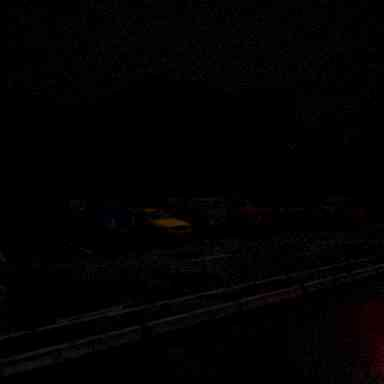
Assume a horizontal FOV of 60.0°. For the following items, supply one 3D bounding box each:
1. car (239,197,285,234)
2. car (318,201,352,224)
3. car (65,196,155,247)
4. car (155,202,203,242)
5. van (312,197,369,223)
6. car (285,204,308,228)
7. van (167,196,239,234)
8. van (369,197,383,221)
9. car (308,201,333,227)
[{"bbox_3d":[2.499,1.297,20.423,2.435,2.045,5.566,0,0,-35],"label":"car"},{"bbox_3d":[9.173,1.655,25.207,2.002,1.452,4.674,1,0,-35],"label":"car"},{"bbox_3d":[-4.290,1.240,15.589,2.435,2.045,5.566,0,0,-35],"label":"car"},{"bbox_3d":[-1.937,1.506,17.071,1.946,1.575,5.366,0,0,-35],"label":"car"},{"bbox_3d":[11.472,1.416,26.990,1.878,1.987,4.442,1,0,-35],"label":"van"},{"bbox_3d":[4.750,1.572,22.053,2.231,1.521,4.892,1,0,-35],"label":"car"},{"bbox_3d":[0.288,1.303,18.740,1.878,1.987,4.442,0,0,-35],"label":"van"},{"bbox_3d":[13.869,1.441,28.411,1.878,1.987,4.442,1,0,-35],"label":"van"},{"bbox_3d":[7.027,1.622,23.645,2.163,1.488,4.792,1,0,-35],"label":"car"}]
